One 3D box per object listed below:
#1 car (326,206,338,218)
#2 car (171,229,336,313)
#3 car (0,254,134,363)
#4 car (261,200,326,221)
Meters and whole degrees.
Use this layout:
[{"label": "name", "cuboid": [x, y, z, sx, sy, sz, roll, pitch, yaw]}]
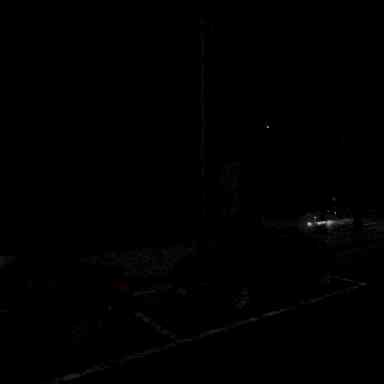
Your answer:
[{"label": "car", "cuboid": [10.291, 1.480, 29.145, 1.837, 1.490, 4.892, 0, 0, -36]}, {"label": "car", "cuboid": [1.583, 1.565, 7.663, 4.313, 1.339, 1.947, 0, 0, -35]}, {"label": "car", "cuboid": [-2.855, 1.582, 4.498, 4.206, 1.307, 1.802, 0, 0, -35]}, {"label": "car", "cuboid": [7.709, 1.531, 27.169, 2.033, 1.411, 5.357, 0, 0, -36]}]
